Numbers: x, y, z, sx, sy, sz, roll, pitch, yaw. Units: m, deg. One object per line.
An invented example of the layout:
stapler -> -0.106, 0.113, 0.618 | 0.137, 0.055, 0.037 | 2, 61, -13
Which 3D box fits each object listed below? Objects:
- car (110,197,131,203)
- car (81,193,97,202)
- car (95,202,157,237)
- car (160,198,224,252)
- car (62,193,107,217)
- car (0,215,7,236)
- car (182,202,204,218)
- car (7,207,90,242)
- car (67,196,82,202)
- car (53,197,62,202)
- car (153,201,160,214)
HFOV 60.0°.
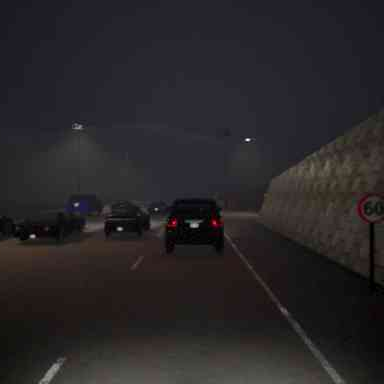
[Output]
car -> -6.900, 1.556, 33.556 | 2.128, 1.511, 4.902 | 0, 0, 0
car -> -24.493, 1.379, 79.435 | 2.150, 2.045, 5.566 | 0, 0, 0
car -> -3.400, 1.527, 18.119 | 2.128, 1.511, 4.902 | 0, 0, 0
car -> 0.099, 1.248, 14.068 | 2.150, 2.045, 5.566 | 0, 0, 0
car -> -10.398, 1.285, 32.629 | 2.150, 2.045, 5.566 | 0, 0, 0
car -> -10.402, 1.522, 15.791 | 2.128, 1.511, 4.902 | 0, 0, 0
car -> 0.100, 1.662, 31.967 | 1.895, 1.301, 4.718 | 0, 0, 0
car -> -6.900, 1.633, 16.646 | 1.895, 1.301, 4.718 | 0, 0, 0
car -> -27.993, 1.749, 79.435 | 1.895, 1.301, 4.718 | 0, 0, 0
car -> -31.493, 1.749, 79.435 | 1.895, 1.301, 4.718 | 0, 0, 0
car -> -3.400, 1.629, 33.930 | 1.994, 1.385, 4.181 | 0, 0, 0
